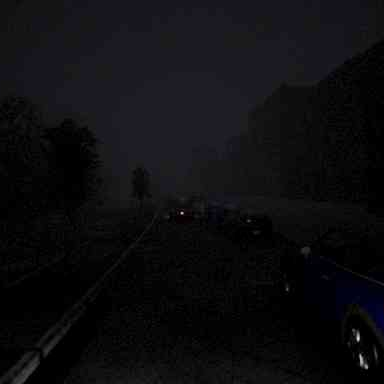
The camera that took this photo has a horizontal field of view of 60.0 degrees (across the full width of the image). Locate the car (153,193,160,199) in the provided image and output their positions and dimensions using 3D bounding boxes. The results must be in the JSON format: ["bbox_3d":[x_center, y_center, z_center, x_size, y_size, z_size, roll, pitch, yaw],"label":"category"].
[{"bbox_3d":[-8.172,1.127,88.148,2.097,1.535,5.008,0,0,-15],"label":"car"}]

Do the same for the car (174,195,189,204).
[{"bbox_3d":[-1.960,1.319,61.208,1.946,1.575,5.366,0,0,-10],"label":"car"}]

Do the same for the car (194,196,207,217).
[{"bbox_3d":[1.663,1.449,33.606,1.946,1.575,5.366,0,0,-4],"label":"car"}]

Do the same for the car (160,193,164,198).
[{"bbox_3d":[-5.707,1.232,78.872,2.163,1.488,4.792,0,0,-13],"label":"car"}]

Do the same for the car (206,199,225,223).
[{"bbox_3d":[2.420,1.469,22.309,2.097,1.535,5.008,0,0,-3],"label":"car"}]

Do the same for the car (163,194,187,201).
[{"bbox_3d":[-2.297,1.426,42.832,2.128,1.511,4.902,0,0,-6],"label":"car"}]

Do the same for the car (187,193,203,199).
[{"bbox_3d":[-0.160,1.392,50.026,2.231,1.521,4.892,0,0,-7],"label":"car"}]

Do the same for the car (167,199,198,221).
[{"bbox_3d":[-0.861,1.544,26.850,1.994,1.385,4.181,0,0,-4],"label":"car"}]

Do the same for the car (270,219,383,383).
[{"bbox_3d":[3.017,1.355,5.613,2.185,1.767,4.553,0,0,0],"label":"car"}]

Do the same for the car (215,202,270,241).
[{"bbox_3d":[2.690,1.476,16.754,2.231,1.521,4.892,0,0,-2],"label":"car"}]
